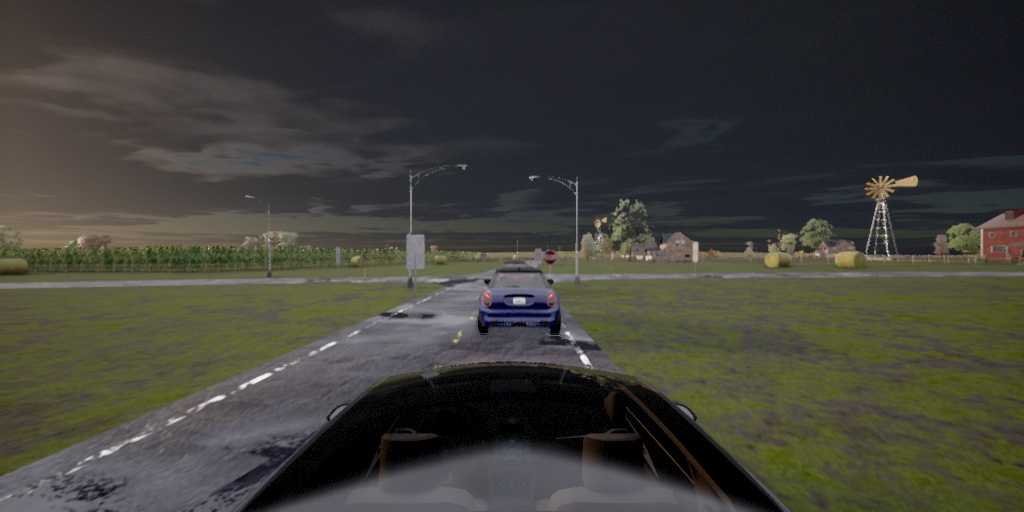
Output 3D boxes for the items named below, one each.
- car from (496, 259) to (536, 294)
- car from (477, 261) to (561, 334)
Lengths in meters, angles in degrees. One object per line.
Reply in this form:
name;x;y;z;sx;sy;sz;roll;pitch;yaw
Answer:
car;0.100;1.098;20.994;2.097;1.767;4.553;0;0;-3
car;0.200;1.101;10.757;2.097;1.767;4.553;0;0;1
